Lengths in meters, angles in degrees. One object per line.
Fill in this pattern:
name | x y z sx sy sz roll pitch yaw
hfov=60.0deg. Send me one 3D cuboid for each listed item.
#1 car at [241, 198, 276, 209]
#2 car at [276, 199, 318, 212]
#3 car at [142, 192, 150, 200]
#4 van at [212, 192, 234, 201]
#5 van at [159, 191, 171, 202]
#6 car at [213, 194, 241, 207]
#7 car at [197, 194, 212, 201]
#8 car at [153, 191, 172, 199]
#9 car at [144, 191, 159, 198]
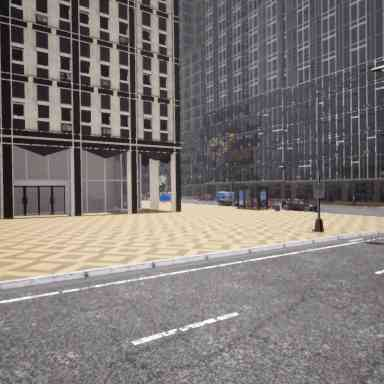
car | 8.433 1.388 40.447 1.802 1.307 4.206 0 1 -34
car | 11.621 1.424 35.739 1.947 1.339 4.313 0 1 -34
car | -10.682 1.039 68.684 2.008 1.369 4.403 0 1 -34
van | 5.846 0.855 59.312 1.690 1.788 3.998 0 1 -34
van | -4.279 0.937 59.290 1.690 1.788 3.998 0 1 -34
car | 5.280 1.319 45.175 1.947 1.339 4.313 0 1 -34
car | 2.646 1.043 64.011 1.802 1.307 4.206 0 1 -34
car | -6.959 0.615 78.097 2.192 1.841 5.009 0 1 -34
car | -10.161 0.686 82.794 1.967 1.590 4.097 0 1 -34
